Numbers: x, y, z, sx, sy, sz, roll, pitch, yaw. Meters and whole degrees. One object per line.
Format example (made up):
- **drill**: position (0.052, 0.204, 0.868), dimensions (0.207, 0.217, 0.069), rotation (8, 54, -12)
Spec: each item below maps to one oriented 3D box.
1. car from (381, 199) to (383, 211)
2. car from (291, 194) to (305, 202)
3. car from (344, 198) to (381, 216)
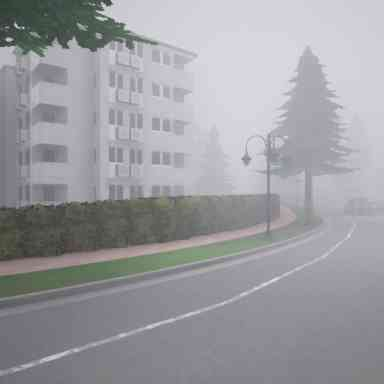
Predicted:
- **car**: position (21.600, 1.490, 38.287), dimensions (2.128, 1.511, 4.902), rotation (0, 0, 13)
- **car**: position (23.430, 1.263, 73.519), dimensions (2.097, 1.767, 4.553), rotation (0, 0, 5)
- **car**: position (16.522, 1.351, 32.757), dimensions (2.097, 1.767, 4.553), rotation (0, 0, 13)
